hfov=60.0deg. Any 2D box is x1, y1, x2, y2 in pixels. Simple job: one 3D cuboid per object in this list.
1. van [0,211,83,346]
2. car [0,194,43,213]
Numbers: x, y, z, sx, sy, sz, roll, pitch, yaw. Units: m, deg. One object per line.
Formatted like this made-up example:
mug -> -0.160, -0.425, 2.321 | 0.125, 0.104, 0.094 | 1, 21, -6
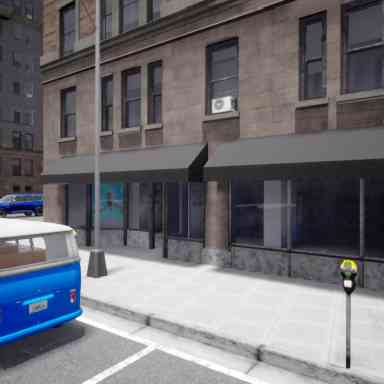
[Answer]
van -> -3.622, 1.341, 5.660 | 3.998, 1.788, 1.690 | 0, 0, 36
car -> -15.445, 1.213, 29.368 | 2.150, 2.045, 5.566 | 0, 0, 35
